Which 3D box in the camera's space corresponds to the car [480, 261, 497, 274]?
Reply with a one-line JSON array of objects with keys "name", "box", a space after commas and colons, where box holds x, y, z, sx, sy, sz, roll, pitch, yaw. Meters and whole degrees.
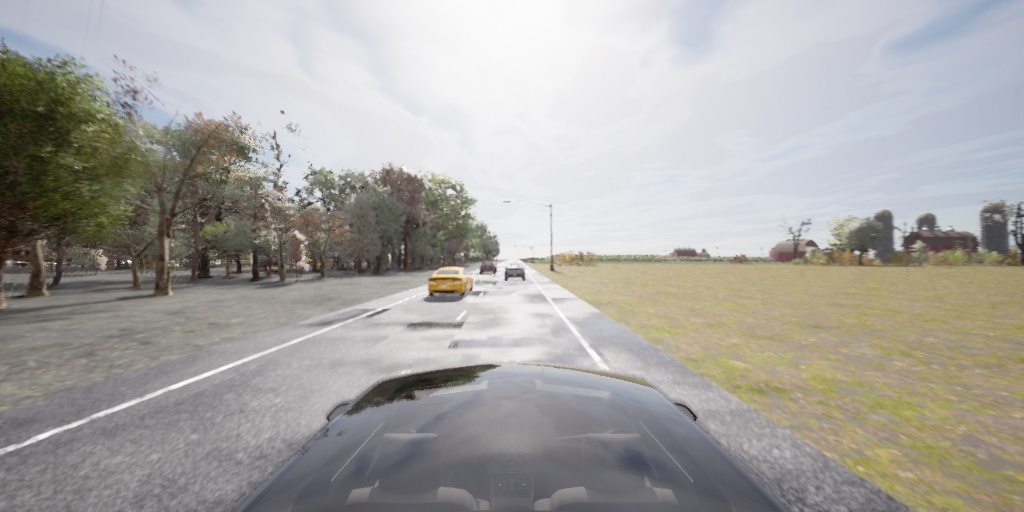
[{"name": "car", "box": [-3.079, 1.427, 47.960, 2.097, 1.767, 4.553, -1, 0, 1]}]

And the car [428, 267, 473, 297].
[{"name": "car", "box": [-3.358, 1.381, 20.268, 1.882, 1.535, 5.008, -1, 0, 1]}]

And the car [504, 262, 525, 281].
[{"name": "car", "box": [0.275, 1.445, 33.286, 2.128, 1.511, 4.902, -1, 0, 1]}]
